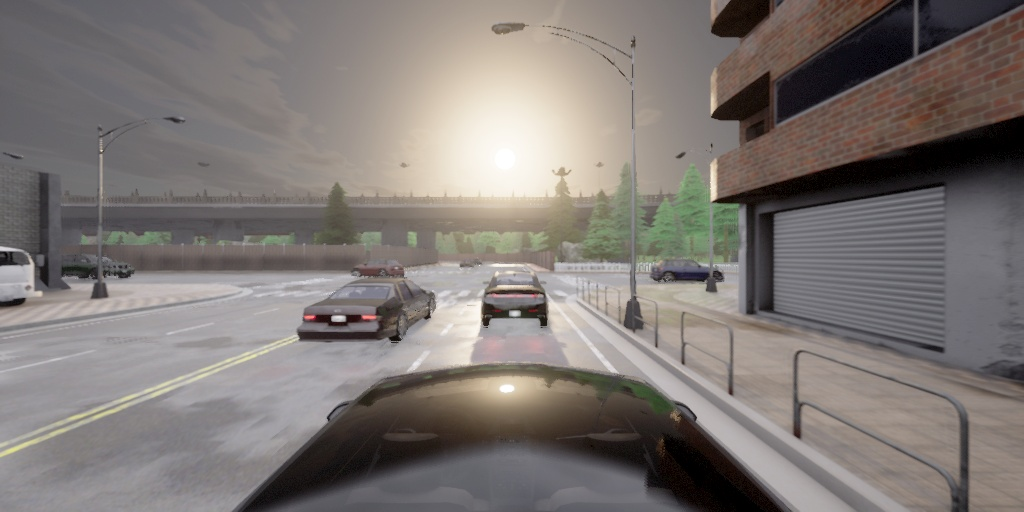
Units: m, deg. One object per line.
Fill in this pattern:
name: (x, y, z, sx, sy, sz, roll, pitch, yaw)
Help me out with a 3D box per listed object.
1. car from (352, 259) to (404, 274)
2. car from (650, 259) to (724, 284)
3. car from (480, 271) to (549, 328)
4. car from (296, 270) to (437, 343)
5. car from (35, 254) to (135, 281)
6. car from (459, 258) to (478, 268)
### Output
car: (-11.578, 1.034, 30.919, 4.553, 1.767, 2.097, 0, 0, 27)
car: (12.209, 1.000, 25.122, 4.553, 1.767, 2.097, 0, 0, 1)
car: (0.082, 1.222, 11.349, 2.128, 1.511, 4.902, 0, 0, 0)
car: (-3.423, 1.282, 9.605, 2.033, 1.411, 5.357, 0, 0, 0)
car: (-33.505, 0.862, 28.465, 5.566, 2.045, 2.150, 0, 0, 0)
car: (-7.076, 1.188, 56.470, 2.033, 1.411, 5.357, 0, 0, 0)
